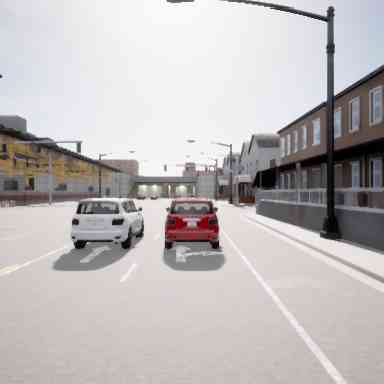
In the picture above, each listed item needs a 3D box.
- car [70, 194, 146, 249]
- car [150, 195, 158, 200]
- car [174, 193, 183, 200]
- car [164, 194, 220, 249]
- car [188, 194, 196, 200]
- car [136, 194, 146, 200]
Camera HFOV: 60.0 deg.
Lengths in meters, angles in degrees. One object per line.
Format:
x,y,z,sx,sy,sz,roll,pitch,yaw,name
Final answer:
-3.500,1.256,14.680,2.150,2.045,5.566,0,0,0,car
-10.500,1.516,91.777,2.033,1.411,5.357,0,0,0,car
-3.500,1.201,85.142,2.097,1.767,4.553,0,0,0,car
0.000,1.256,14.680,2.150,2.045,5.566,0,0,0,car
0.000,1.346,85.172,1.837,1.490,4.892,0,0,0,car
-14.000,1.331,91.807,2.097,1.767,4.553,0,0,0,car
